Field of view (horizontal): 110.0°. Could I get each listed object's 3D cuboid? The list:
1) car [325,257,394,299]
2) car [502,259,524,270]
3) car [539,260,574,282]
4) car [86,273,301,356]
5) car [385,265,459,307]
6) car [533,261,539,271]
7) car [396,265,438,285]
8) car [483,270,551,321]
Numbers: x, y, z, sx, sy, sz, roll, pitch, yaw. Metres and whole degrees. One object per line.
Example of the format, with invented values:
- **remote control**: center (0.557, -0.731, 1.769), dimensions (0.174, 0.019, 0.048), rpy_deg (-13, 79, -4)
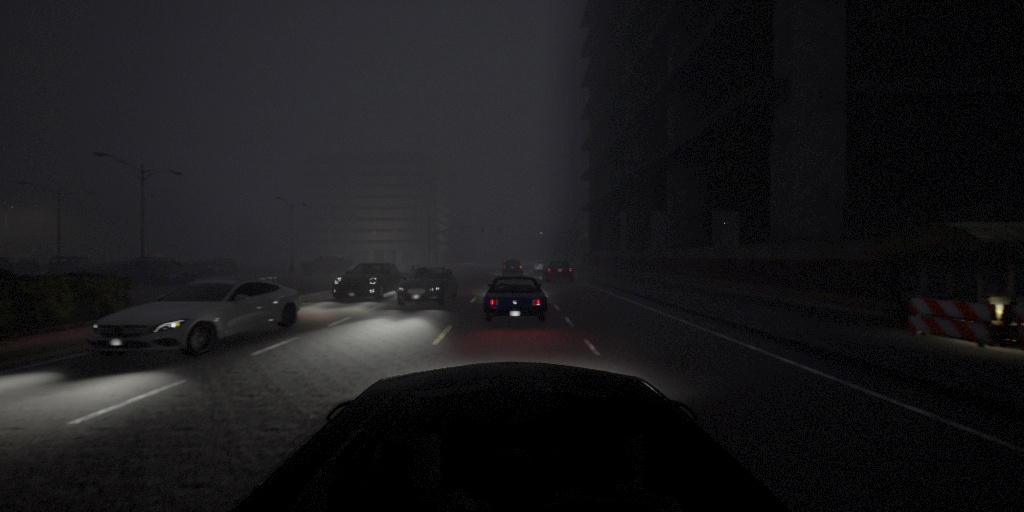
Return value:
- **car**: center (-7.011, 1.102, 17.924), dimensions (2.097, 1.767, 4.553), rpy_deg (0, 0, 0)
- **car**: center (0.066, 1.102, 35.780), dimensions (2.097, 1.767, 4.553), rpy_deg (0, 0, 0)
- **car**: center (3.583, 1.100, 28.826), dimensions (2.097, 1.767, 4.553), rpy_deg (0, 0, 0)
- **car**: center (-7.099, 1.276, 8.760), dimensions (1.812, 1.442, 4.674), rpy_deg (0, 0, 0)
- **car**: center (-3.530, 1.243, 15.693), dimensions (2.128, 1.511, 4.902), rpy_deg (0, 0, 0)
- **car**: center (3.562, 1.274, 44.336), dimensions (1.812, 1.442, 4.674), rpy_deg (0, 0, 0)
- **car**: center (-7.036, 1.350, 27.042), dimensions (1.895, 1.301, 4.718), rpy_deg (0, 0, 1)
- **car**: center (0.092, 1.350, 12.435), dimensions (1.895, 1.301, 4.718), rpy_deg (0, 0, 0)
